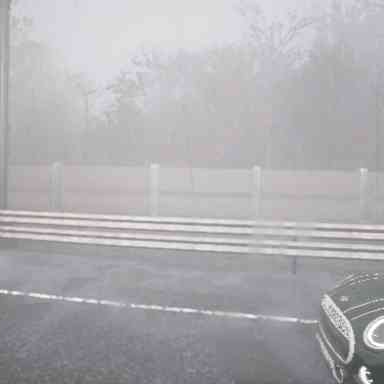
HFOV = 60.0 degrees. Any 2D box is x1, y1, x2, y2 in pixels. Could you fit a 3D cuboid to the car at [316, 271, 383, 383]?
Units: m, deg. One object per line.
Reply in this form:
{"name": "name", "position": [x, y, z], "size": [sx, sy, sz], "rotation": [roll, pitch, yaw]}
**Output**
{"name": "car", "position": [3.851, 1.378, 3.697], "size": [4.553, 1.767, 2.097], "rotation": [1, 1, 9]}
